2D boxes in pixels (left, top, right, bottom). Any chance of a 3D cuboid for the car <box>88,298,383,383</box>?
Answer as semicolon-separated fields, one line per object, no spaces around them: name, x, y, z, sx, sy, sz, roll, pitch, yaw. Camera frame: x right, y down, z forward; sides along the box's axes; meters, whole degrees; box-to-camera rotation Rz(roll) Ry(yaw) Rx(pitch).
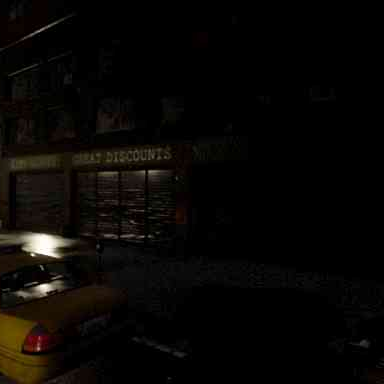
car;1.658;1.551;1.901;4.403;1.369;2.008;0;1;36

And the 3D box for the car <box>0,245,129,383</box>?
car;-3.025;1.522;5.247;4.829;1.417;1.752;0;1;36
